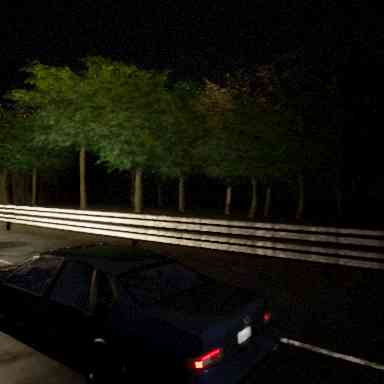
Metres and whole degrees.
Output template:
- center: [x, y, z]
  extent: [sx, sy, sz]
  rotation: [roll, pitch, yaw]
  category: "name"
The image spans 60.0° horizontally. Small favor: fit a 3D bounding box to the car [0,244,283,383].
- center: [-1.474, 1.524, 4.959]
  extent: [5.357, 1.411, 2.033]
  rotation: [0, 0, 36]
  category: "car"
